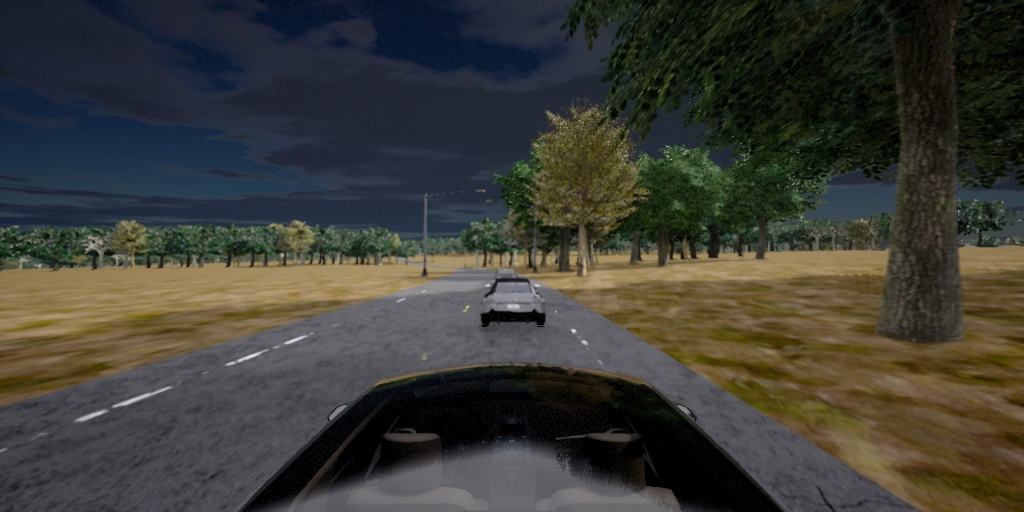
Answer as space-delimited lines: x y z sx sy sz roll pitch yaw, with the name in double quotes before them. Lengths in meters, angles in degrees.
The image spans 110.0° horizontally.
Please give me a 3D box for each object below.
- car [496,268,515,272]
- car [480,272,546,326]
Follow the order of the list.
"car" -0.570 1.715 30.557 1.895 1.301 4.718 0 -1 -3
"car" 0.013 1.423 12.138 1.994 1.385 4.181 0 -1 -1
